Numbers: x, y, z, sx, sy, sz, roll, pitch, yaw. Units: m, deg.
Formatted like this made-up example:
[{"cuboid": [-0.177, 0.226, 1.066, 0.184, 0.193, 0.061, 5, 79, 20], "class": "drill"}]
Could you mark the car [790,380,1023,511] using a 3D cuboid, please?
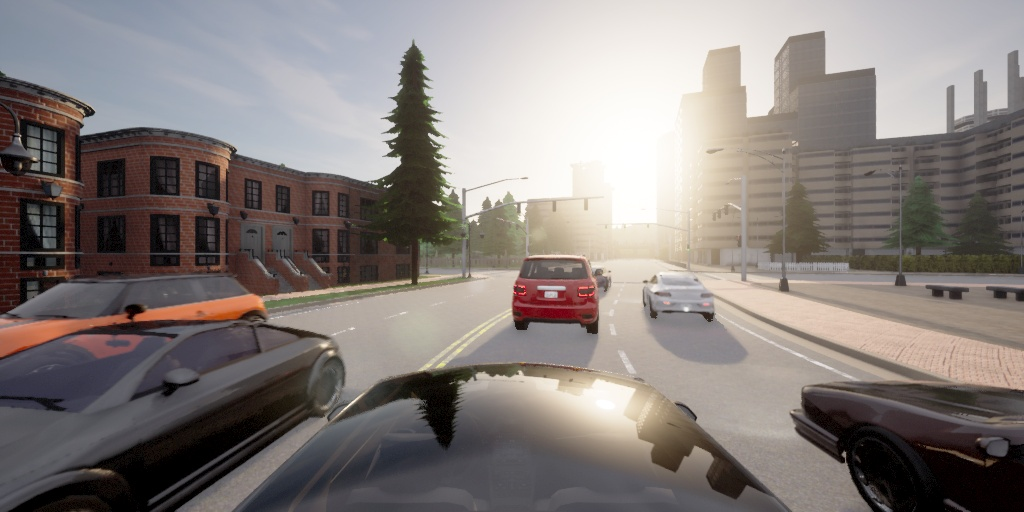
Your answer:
[{"cuboid": [3.672, 1.298, 1.026, 2.033, 1.411, 5.357, 0, 0, 0], "class": "car"}]

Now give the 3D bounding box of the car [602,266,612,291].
[{"cuboid": [5.051, 1.275, 21.985, 1.812, 1.442, 4.674, 0, 0, 19], "class": "car"}]

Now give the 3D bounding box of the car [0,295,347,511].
[{"cuboid": [-3.343, 1.314, 3.187, 1.994, 1.385, 4.181, 0, 0, 4], "class": "car"}]

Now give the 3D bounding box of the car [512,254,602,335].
[{"cuboid": [1.516, 0.973, 10.856, 2.150, 2.045, 5.566, 0, 0, 13], "class": "car"}]

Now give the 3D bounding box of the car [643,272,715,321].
[{"cuboid": [5.668, 1.275, 12.552, 1.812, 1.442, 4.674, 0, 0, 16], "class": "car"}]

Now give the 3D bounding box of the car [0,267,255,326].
[{"cuboid": [-6.578, 1.102, 5.957, 2.097, 1.767, 4.553, 0, 0, 8], "class": "car"}]
